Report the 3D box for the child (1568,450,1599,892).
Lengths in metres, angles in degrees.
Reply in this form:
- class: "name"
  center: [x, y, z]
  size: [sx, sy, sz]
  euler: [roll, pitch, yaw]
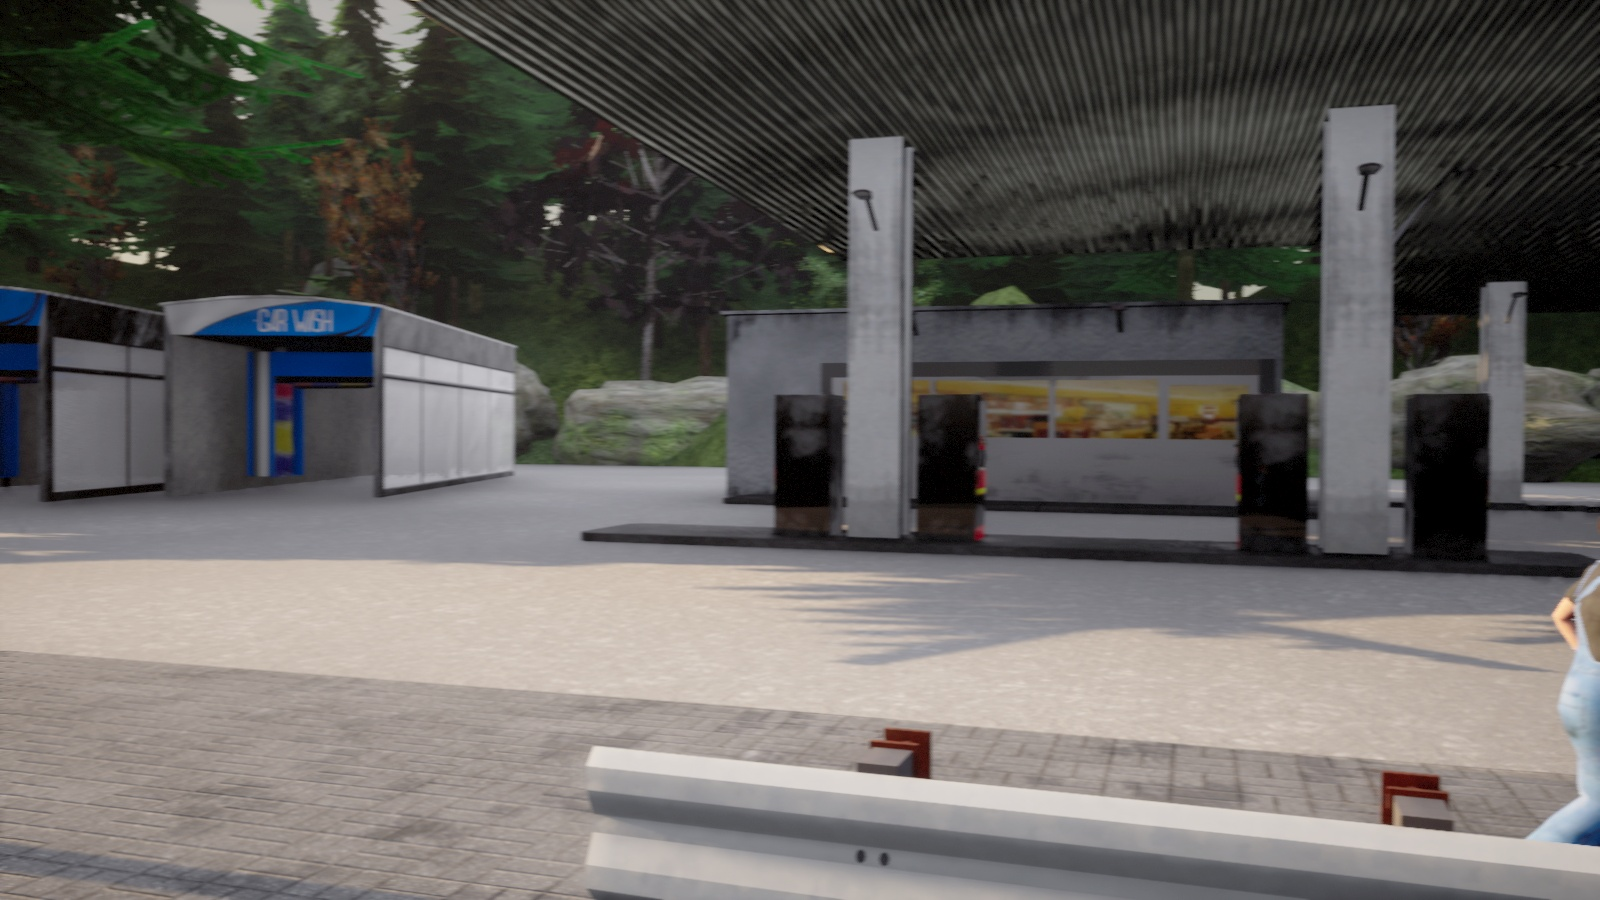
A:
- class: "child"
  center: [2.518, 0.632, 3.652]
  size: [0.437, 1.263, 0.270]
  euler: [0, 1, 20]
